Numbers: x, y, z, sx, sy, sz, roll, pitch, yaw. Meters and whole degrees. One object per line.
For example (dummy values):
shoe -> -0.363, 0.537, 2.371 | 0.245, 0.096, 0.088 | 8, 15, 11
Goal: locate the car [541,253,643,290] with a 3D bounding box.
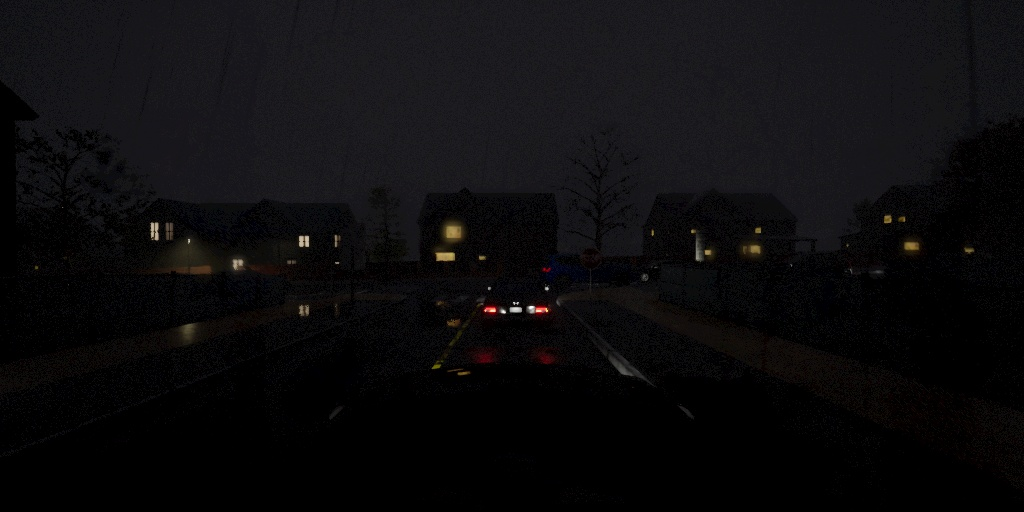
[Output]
car -> 4.421, 0.854, 21.206 | 5.566, 2.045, 2.150 | -2, 1, 0

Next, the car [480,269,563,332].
car -> 0.169, 1.298, 10.842 | 2.033, 1.411, 5.357 | 0, 0, 2

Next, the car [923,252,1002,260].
car -> 29.876, 0.475, 24.086 | 4.902, 1.511, 2.128 | -1, 1, 0

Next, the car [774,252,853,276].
car -> 19.919, 0.569, 24.119 | 4.553, 1.767, 2.097 | -1, 1, 0

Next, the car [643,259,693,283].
car -> 10.065, 0.954, 24.141 | 4.892, 1.490, 1.837 | -1, 1, 0

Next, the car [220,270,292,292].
car -> -15.788, 1.580, 21.253 | 5.008, 1.535, 1.882 | -1, 1, 0

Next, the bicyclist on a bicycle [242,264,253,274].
bicyclist on a bicycle -> -20.072, 1.419, 27.110 | 0.582, 1.620, 1.656 | -1, 1, 0
